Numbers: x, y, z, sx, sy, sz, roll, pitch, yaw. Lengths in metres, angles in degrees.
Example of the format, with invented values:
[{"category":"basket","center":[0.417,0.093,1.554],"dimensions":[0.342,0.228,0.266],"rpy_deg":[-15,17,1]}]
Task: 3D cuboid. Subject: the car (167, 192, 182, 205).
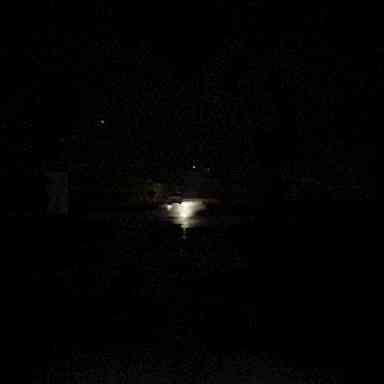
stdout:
[{"category":"car","center":[-2.751,1.075,53.455],"dimensions":[2.150,2.045,5.566],"rpy_deg":[0,2,0]}]
